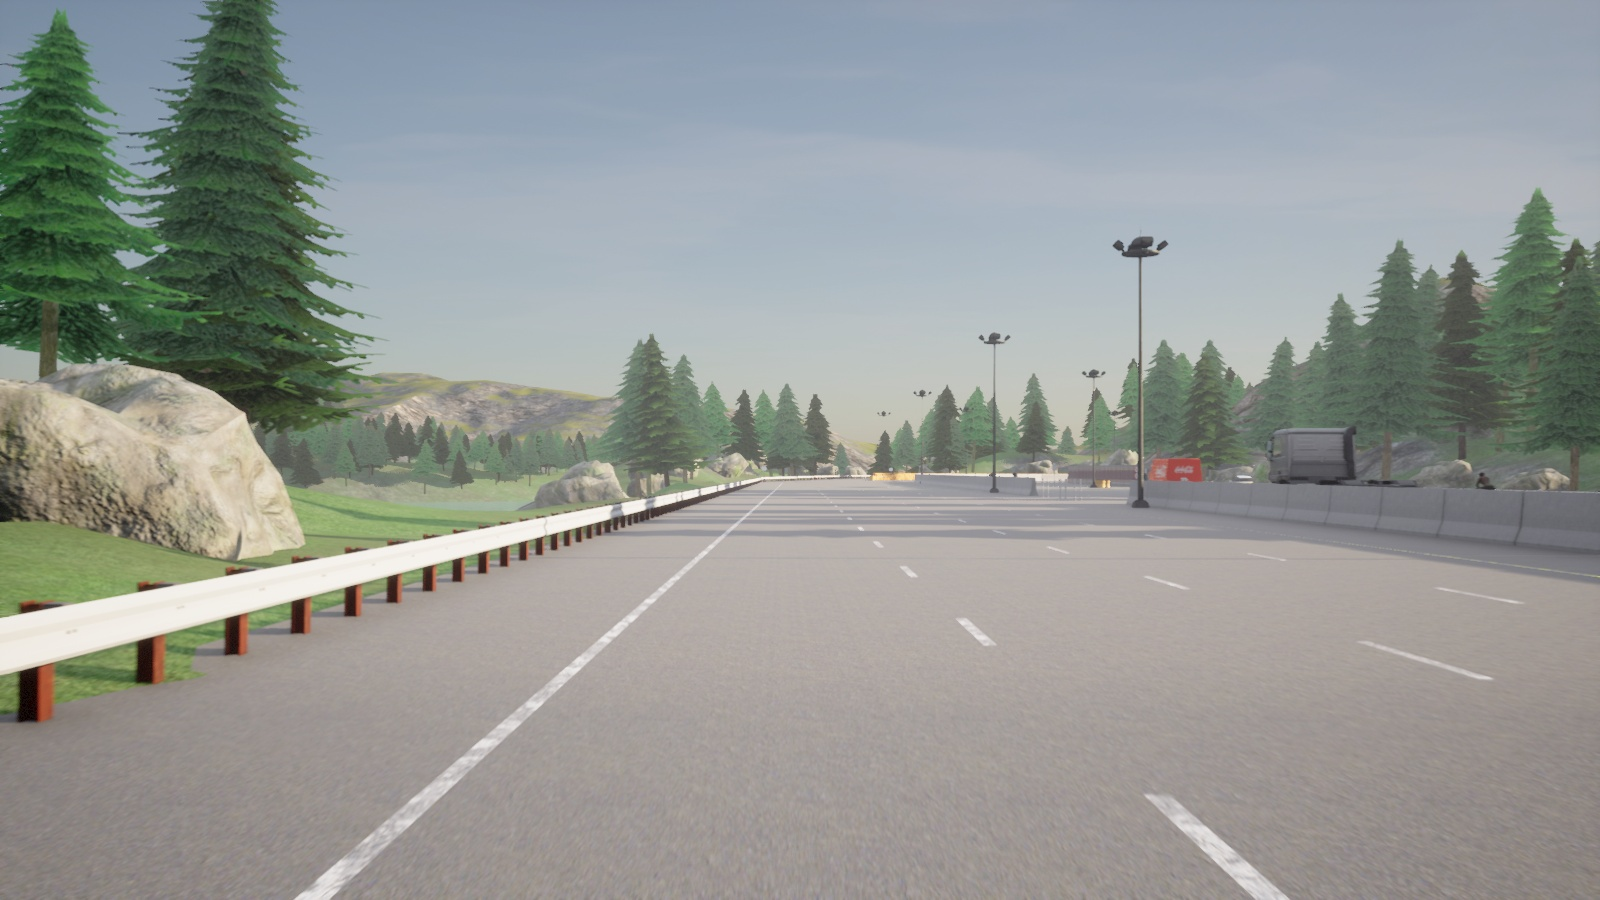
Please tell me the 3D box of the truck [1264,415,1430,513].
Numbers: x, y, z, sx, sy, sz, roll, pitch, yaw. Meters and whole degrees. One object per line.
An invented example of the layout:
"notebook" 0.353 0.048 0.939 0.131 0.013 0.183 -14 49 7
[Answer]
"truck" 20.881 0.561 48.526 2.891 3.462 7.936 0 -1 0

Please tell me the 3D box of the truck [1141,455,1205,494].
"truck" 24.306 1.601 82.051 2.627 2.467 5.204 0 -1 0
